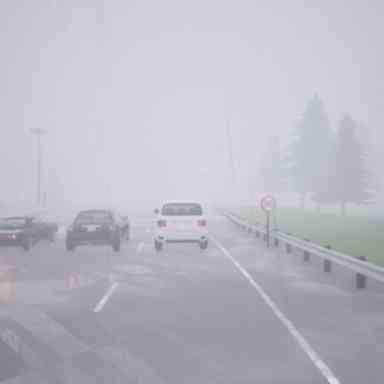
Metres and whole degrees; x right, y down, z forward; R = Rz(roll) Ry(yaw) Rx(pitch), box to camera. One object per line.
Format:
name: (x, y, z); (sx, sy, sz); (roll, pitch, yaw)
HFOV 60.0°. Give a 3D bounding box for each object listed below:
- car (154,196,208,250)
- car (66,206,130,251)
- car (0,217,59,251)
car: (-0.554, 1.361, 15.191); (2.150, 2.045, 5.566); (0, 0, -4)
car: (-4.051, 1.494, 15.002); (2.097, 1.767, 4.553); (0, -1, -4)
car: (-7.543, 1.743, 14.774); (1.895, 1.301, 4.718); (0, -1, -4)
